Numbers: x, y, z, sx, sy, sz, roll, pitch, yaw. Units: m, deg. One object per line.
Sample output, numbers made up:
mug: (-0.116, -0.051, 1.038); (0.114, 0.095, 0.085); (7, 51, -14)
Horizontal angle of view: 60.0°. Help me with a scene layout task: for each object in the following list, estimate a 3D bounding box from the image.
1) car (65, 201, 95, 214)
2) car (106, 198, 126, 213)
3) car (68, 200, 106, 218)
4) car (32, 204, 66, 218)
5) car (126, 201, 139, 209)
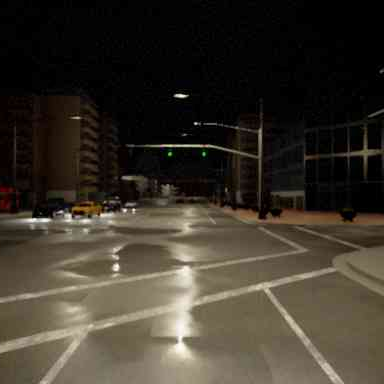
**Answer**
car: (-14.092, 1.916, 42.225); (2.128, 1.511, 4.902); (0, -1, 0)
car: (-10.589, 1.943, 43.578); (2.128, 1.511, 4.902); (0, -1, 0)
car: (-10.593, 1.766, 33.610); (1.882, 1.535, 5.008); (0, -1, 0)
car: (-14.094, 1.839, 32.990); (1.994, 1.385, 4.181); (0, -1, 0)
car: (-10.541, 2.259, 58.479); (1.812, 1.442, 4.674); (0, -1, 1)
